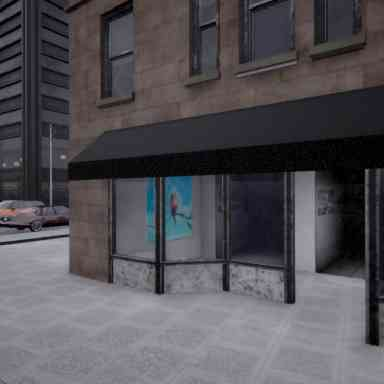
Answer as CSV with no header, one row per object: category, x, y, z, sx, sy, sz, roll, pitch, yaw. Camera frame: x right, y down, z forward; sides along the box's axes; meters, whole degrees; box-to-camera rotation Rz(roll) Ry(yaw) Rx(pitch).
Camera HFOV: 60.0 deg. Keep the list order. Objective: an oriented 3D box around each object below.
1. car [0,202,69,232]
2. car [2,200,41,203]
car,-8.427,1.491,19.754,2.033,1.411,5.357,0,0,35
car,-11.345,1.311,21.002,2.097,1.767,4.553,0,0,35
